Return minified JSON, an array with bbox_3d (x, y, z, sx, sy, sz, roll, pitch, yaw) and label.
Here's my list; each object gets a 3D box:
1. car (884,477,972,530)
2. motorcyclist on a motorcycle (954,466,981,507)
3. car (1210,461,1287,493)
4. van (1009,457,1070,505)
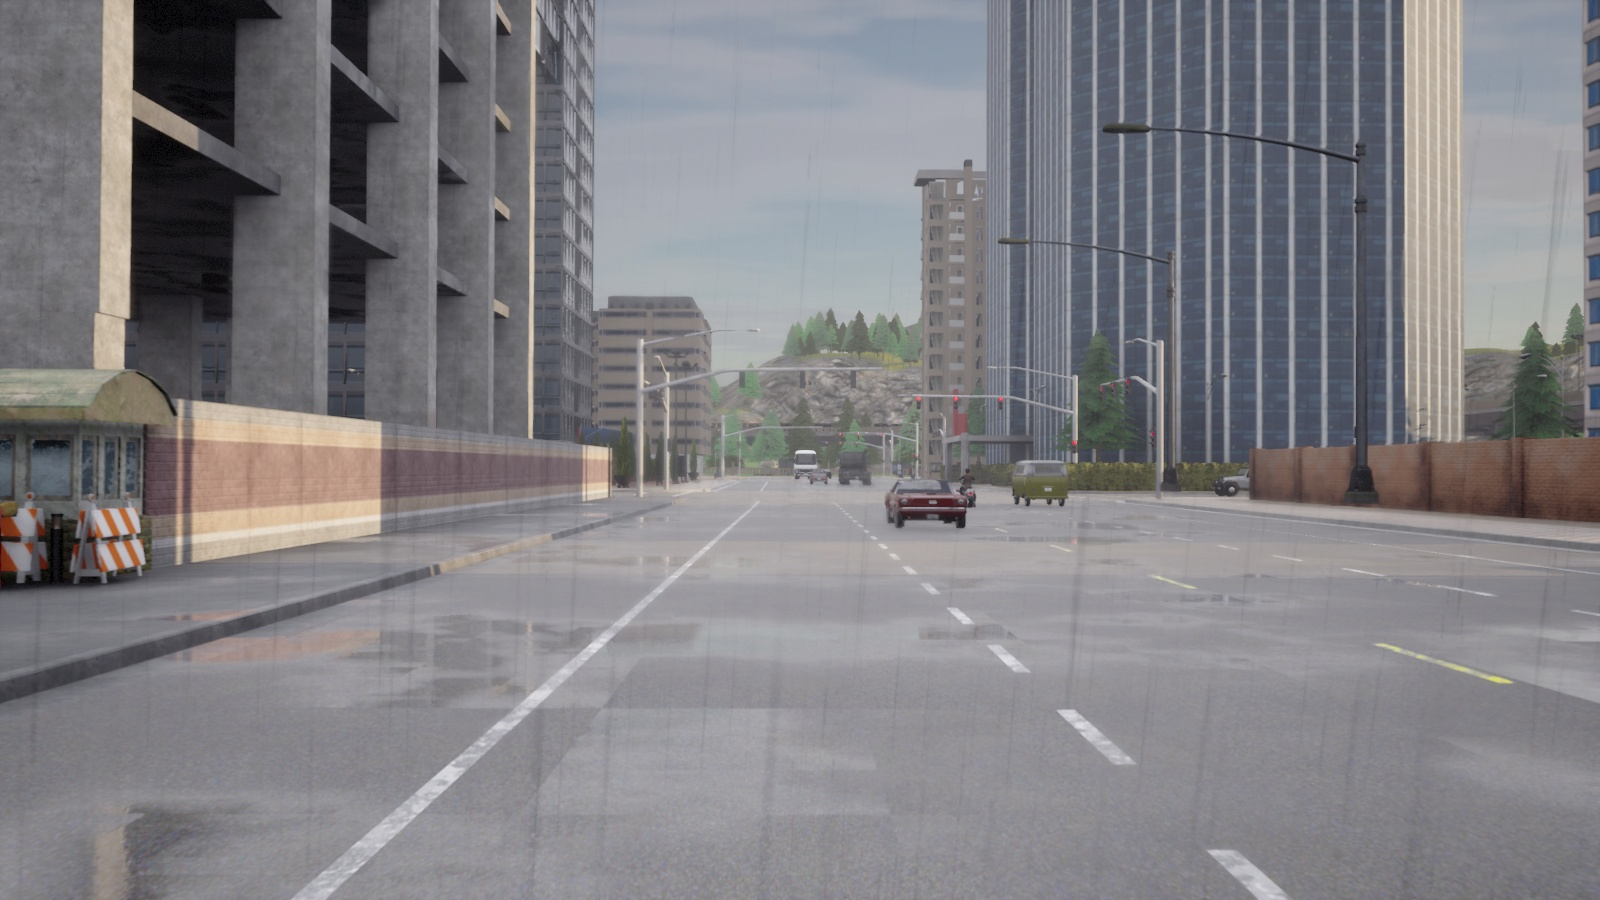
[{"bbox_3d":[3.416,1.410,34.310,1.895,1.301,4.718,0,-1,0],"label":"car"},{"bbox_3d":[6.870,1.505,51.694,0.766,1.649,2.350,0,-1,0],"label":"motorcyclist on a motorcycle"},{"bbox_3d":[26.647,1.615,74.678,3.866,1.878,1.905,0,-1,0],"label":"car"},{"bbox_3d":[10.354,1.336,54.521,1.775,1.987,4.442,0,-1,0],"label":"van"}]
